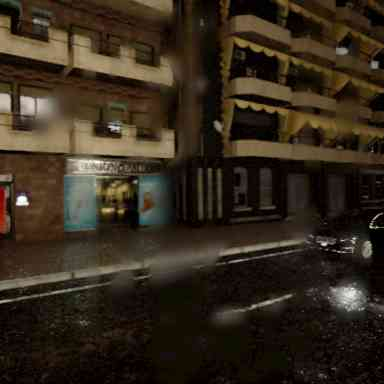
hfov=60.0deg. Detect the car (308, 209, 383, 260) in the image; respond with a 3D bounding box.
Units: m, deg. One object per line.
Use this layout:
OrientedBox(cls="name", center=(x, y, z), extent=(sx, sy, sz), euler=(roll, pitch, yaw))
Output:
OrientedBox(cls="car", center=(6.221, 1.415, 12.112), extent=(4.892, 1.490, 1.837), euler=(-1, 0, -35))
